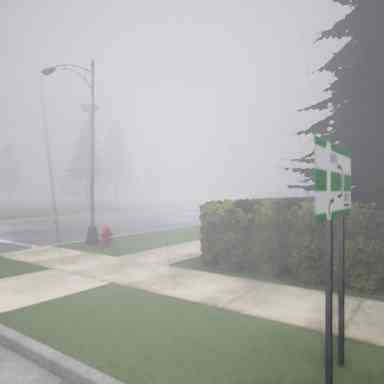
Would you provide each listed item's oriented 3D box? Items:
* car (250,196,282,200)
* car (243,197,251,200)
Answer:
[{"bbox_3d":[10.153,1.526,45.286,1.812,1.442,4.674,0,0,36],"label":"car"},{"bbox_3d":[10.515,1.547,57.659,2.033,1.411,5.357,0,0,38],"label":"car"}]
